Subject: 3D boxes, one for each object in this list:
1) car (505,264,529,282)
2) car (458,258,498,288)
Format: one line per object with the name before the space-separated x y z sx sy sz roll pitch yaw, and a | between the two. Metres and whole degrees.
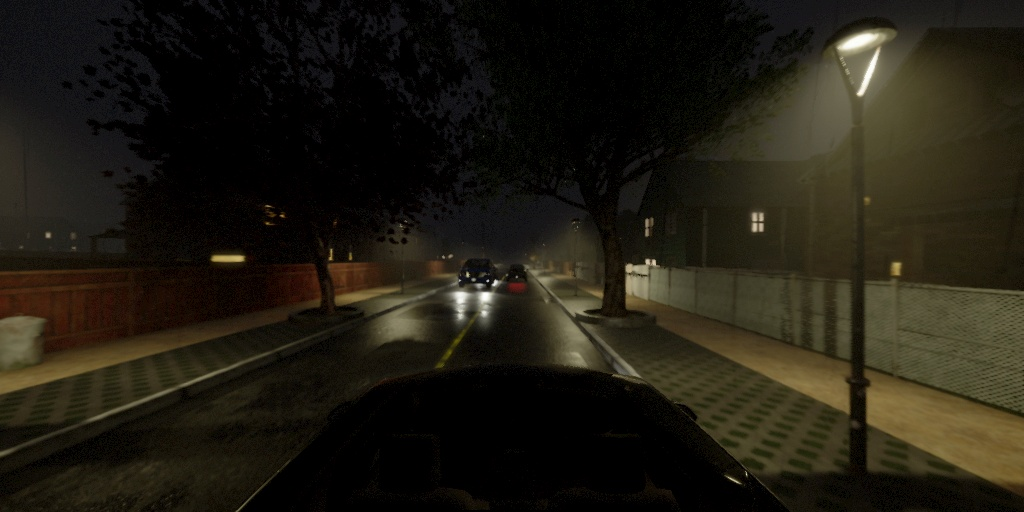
car | 0.465 1.512 32.404 1.837 1.490 4.892 0 0 1
car | -2.439 1.197 25.900 2.150 2.045 5.566 0 0 1
